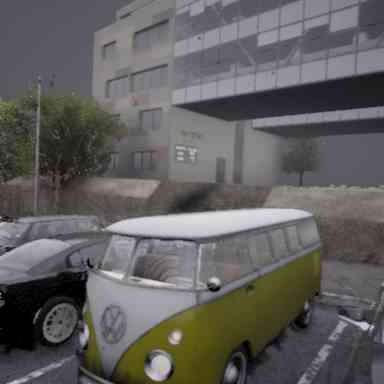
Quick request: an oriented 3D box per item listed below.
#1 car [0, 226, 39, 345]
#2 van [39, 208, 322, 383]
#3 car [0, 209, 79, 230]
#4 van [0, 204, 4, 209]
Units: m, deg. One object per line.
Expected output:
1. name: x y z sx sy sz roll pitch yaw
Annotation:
1. car: -1.868 1.513 6.610 2.097 1.535 5.008 0 0 36
2. van: 0.442 1.269 4.824 1.878 1.987 4.442 0 0 36
3. car: -4.020 1.405 8.191 2.185 1.767 4.553 0 0 36
4. van: -8.517 1.340 11.508 1.878 1.987 4.442 0 0 36
